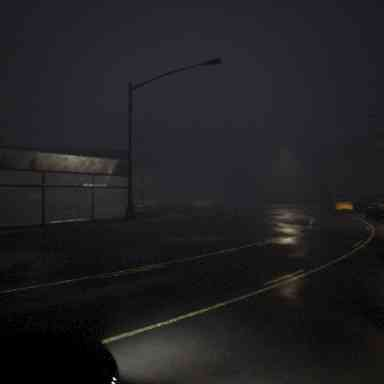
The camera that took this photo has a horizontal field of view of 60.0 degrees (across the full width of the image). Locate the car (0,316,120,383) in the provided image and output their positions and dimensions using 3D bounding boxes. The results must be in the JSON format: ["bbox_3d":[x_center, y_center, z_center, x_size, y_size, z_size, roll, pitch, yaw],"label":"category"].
[{"bbox_3d":[-2.823,1.505,1.896,4.892,1.490,1.837,0,0,-36],"label":"car"}]

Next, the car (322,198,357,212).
[{"bbox_3d":[16.484,1.478,38.054,1.882,1.535,5.008,0,0,1],"label":"car"}]

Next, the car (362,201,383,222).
[{"bbox_3d":[14.872,1.601,25.853,1.895,1.301,4.718,0,0,18],"label":"car"}]

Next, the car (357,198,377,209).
[{"bbox_3d":[20.157,1.491,38.866,2.128,1.511,4.902,0,0,-3],"label":"car"}]
